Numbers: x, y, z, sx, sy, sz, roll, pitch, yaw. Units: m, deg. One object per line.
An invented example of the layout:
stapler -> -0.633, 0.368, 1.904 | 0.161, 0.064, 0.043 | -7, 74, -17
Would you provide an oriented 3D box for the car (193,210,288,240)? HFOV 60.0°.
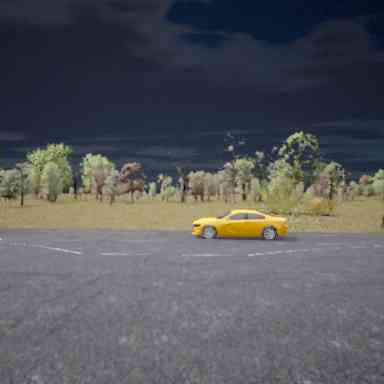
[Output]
car -> 2.553, 1.711, 17.791 | 5.008, 1.535, 1.882 | 1, 0, 3
